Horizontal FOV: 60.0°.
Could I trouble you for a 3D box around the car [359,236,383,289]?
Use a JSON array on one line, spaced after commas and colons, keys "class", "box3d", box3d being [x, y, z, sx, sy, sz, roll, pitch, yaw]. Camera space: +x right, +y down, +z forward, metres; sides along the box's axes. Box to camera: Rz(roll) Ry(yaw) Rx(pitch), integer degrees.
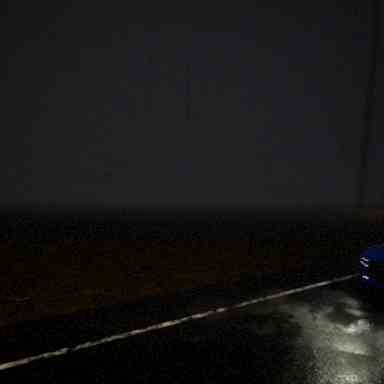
[{"class": "car", "box3d": [6.175, 1.554, 8.400, 5.008, 1.535, 1.882, 1, 0, -36]}]
